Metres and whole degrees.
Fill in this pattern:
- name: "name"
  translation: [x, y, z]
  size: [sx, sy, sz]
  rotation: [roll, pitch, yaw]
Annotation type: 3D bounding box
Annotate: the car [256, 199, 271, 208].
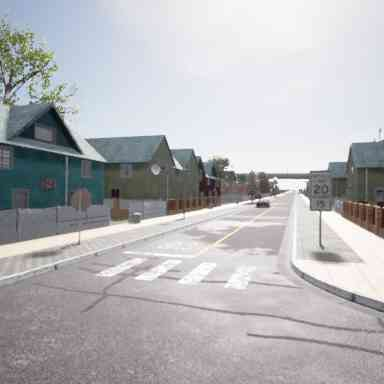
- name: "car"
  translation: [10.796, 1.649, 50.232]
  size: [1.895, 1.301, 4.718]
  rotation: [0, 0, 17]
